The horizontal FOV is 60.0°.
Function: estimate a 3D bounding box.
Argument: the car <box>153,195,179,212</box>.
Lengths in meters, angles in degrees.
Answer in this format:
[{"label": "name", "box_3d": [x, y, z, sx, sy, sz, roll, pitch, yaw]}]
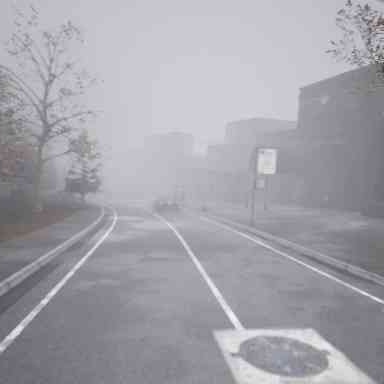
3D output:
[{"label": "car", "box_3d": [-2.802, 1.123, 34.987, 2.097, 1.767, 4.553, 1, 1, -15]}]
